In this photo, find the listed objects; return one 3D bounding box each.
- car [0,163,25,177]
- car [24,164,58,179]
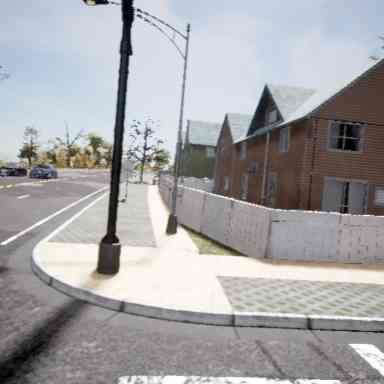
[{"bbox_3d":[-20.548,-2.592,38.385,2.128,1.511,4.902,5,4,-6],"label":"car"},{"bbox_3d":[-17.347,-2.491,39.039,2.097,1.767,4.553,5,4,-6],"label":"car"}]
